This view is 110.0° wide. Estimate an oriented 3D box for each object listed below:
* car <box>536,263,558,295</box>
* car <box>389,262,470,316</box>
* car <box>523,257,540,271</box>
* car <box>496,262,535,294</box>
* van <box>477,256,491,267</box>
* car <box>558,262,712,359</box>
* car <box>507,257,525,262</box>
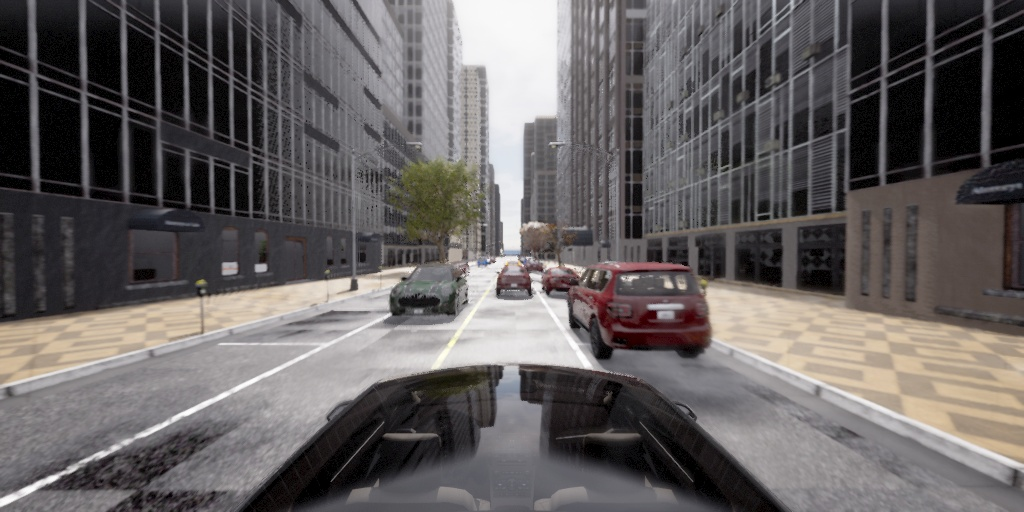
[{"bbox_3d":[2.569,1.272,19.633,1.888,1.381,4.507,0,0,0],"label":"car"},{"bbox_3d":[-2.842,1.087,13.153,2.097,1.767,4.553,0,0,0],"label":"car"},{"bbox_3d":[2.575,1.138,42.228,1.967,1.591,4.097,0,0,0],"label":"car"},{"bbox_3d":[0.105,1.252,19.697,1.812,1.442,4.674,0,0,0],"label":"car"},{"bbox_3d":[-5.301,1.011,64.793,1.690,1.789,3.998,0,0,0],"label":"van"},{"bbox_3d":[2.567,1.056,8.336,2.192,1.841,5.009,0,0,0],"label":"car"},{"bbox_3d":[0.109,1.180,38.392,1.882,1.535,5.008,0,0,0],"label":"car"}]
